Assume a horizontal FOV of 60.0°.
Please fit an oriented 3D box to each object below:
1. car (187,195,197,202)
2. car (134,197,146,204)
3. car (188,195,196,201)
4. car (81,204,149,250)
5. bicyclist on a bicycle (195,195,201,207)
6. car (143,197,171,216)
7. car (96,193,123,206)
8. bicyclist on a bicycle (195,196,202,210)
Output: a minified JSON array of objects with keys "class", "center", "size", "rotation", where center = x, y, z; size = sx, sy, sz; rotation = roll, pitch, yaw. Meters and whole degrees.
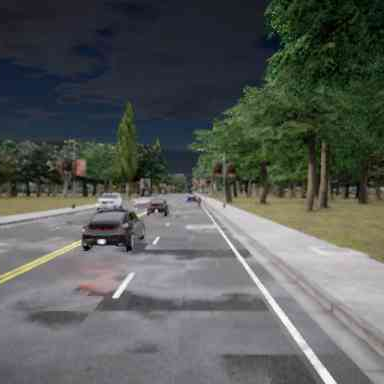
[{"class":"car","center":[0.024,1.324,68.659],"size":[1.882,1.535,5.008],"rotation":[0,-1,1]},{"class":"car","center":[-6.586,1.424,44.782],"size":[1.812,1.442,4.674],"rotation":[0,0,0]},{"class":"car","center":[-0.006,1.344,78.577],"size":[1.812,1.442,4.674],"rotation":[0,0,0]},{"class":"car","center":[-3.151,1.470,14.021],"size":[1.837,1.490,4.892],"rotation":[0,0,0]},{"class":"bicyclist on a bicycle","center":[0.907,1.324,49.473],"size":[0.866,1.612,1.509],"rotation":[0,0,0]},{"class":"car","center":[-3.151,1.430,31.868],"size":[1.837,1.490,4.892],"rotation":[0,0,0]},{"class":"car","center":[-9.845,1.129,40.001],"size":[2.150,2.045,5.566],"rotation":[0,0,0]},{"class":"bicyclist on a bicycle","center":[0.891,1.362,39.301],"size":[0.582,1.620,1.656],"rotation":[0,0,0]}]
